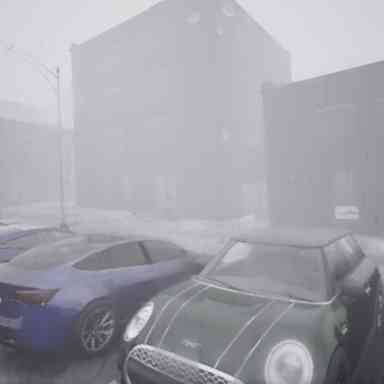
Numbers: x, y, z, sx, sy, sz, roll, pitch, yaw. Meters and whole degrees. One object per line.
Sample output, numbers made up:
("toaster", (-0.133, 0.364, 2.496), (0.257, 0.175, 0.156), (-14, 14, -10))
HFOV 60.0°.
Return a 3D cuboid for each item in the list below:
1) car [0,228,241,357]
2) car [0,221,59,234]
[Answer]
("car", (-1.214, 1.484, 6.220), (2.163, 1.488, 4.792), (0, 0, 35))
("car", (-3.626, 1.477, 7.900), (2.002, 1.452, 4.674), (0, 0, 35))
